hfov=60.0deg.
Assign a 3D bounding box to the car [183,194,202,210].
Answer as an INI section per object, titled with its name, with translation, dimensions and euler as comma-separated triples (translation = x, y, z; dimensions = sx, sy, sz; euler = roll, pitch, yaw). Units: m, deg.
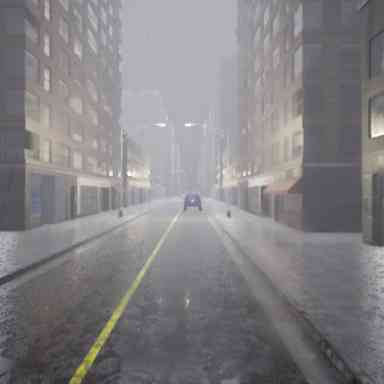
[car]
translation = 0.081, 1.210, 42.903
dimensions = 2.150, 2.045, 5.566
euler = 0, 0, 0
